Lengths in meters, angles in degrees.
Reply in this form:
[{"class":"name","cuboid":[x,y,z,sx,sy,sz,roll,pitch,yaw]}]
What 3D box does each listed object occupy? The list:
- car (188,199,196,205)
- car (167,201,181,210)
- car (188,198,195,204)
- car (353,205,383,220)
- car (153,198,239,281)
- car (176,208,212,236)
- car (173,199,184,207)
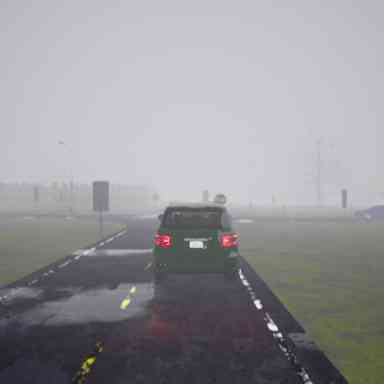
[{"class":"car","cuboid":[-0.040,2.355,79.643,1.812,1.442,4.674,0,-1,0]},{"class":"car","cuboid":[-2.860,2.143,53.640,1.895,1.301,4.718,0,-1,0]},{"class":"car","cuboid":[-0.049,2.357,89.646,1.882,1.535,5.008,0,-1,0]},{"class":"car","cuboid":[19.561,2.096,34.887,5.008,1.535,1.882,1,0,0]},{"class":"car","cuboid":[0.094,1.318,10.268,2.150,2.045,5.566,0,-1,0]},{"class":"car","cuboid":[0.212,1.760,20.538,1.994,1.385,4.181,0,-1,3]},{"class":"car","cuboid":[-2.786,2.264,68.723,1.994,1.385,4.181,0,-1,0]}]
